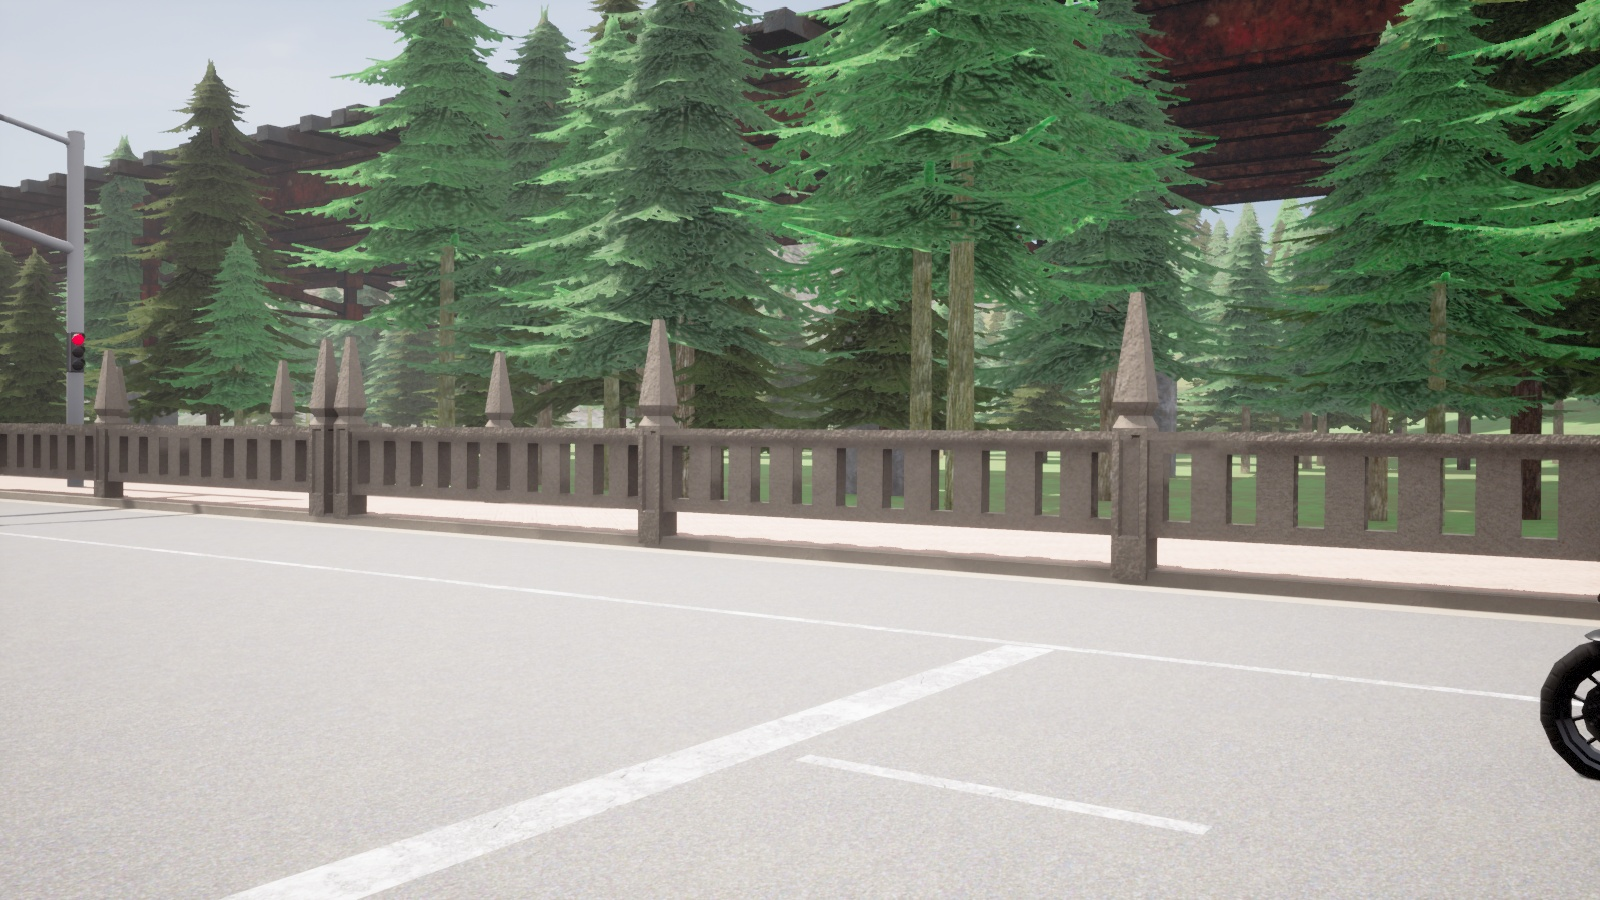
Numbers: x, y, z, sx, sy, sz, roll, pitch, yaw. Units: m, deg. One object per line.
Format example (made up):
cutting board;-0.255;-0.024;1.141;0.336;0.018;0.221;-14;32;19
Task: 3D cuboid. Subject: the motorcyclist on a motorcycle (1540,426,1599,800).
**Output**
motorcyclist on a motorcycle;4.247;0.660;5.004;2.191;1.530;0.866;0;1;34
